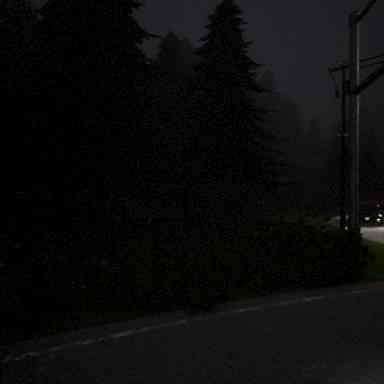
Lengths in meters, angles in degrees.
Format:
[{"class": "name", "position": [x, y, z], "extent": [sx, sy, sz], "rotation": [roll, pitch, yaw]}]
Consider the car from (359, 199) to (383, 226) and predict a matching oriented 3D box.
[{"class": "car", "position": [12.393, 1.488, 23.880], "extent": [1.837, 1.490, 4.892], "rotation": [0, 0, 24]}]

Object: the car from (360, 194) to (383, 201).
[{"class": "car", "position": [18.058, 1.194, 32.599], "extent": [5.566, 2.045, 2.150], "rotation": [0, 0, -43]}]
